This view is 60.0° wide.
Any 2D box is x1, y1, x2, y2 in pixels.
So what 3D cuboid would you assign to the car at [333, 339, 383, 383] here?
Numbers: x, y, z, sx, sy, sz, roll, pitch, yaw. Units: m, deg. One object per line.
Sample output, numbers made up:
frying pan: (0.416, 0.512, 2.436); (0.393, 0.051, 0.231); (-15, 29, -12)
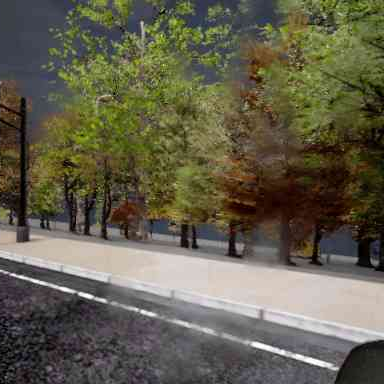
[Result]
car: (2.837, 1.565, 1.661); (4.181, 1.385, 1.994); (0, 0, 36)
